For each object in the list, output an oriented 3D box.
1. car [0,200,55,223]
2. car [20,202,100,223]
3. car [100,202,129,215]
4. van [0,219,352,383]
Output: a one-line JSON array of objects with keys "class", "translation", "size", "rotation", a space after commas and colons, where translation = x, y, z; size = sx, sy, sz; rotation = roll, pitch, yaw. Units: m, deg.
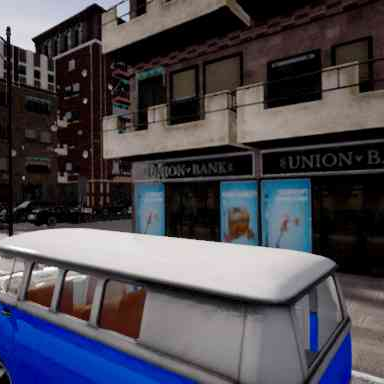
[{"class": "car", "translation": [-12.803, 1.462, 26.669], "size": [2.097, 1.767, 4.553], "rotation": [-1, -1, 36]}, {"class": "car", "translation": [-8.744, 1.569, 22.405], "size": [1.947, 1.339, 4.313], "rotation": [-2, -1, 36]}, {"class": "car", "translation": [-8.868, 1.778, 36.457], "size": [1.947, 1.339, 4.313], "rotation": [-2, -1, 36]}, {"class": "van", "translation": [-0.578, 1.340, 3.263], "size": [3.998, 1.788, 1.690], "rotation": [0, -1, 35]}]
